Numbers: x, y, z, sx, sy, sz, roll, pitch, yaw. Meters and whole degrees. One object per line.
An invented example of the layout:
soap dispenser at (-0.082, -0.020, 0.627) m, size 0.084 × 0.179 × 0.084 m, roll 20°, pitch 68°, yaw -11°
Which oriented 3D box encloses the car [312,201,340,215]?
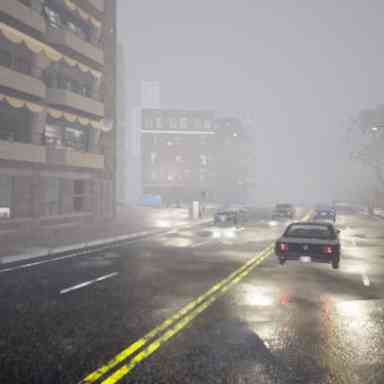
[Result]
car at (11.540, 1.823, 29.038) m, size 2.033 × 1.411 × 5.357 m, roll 0°, pitch -1°, yaw 22°

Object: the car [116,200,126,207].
car at (-11.712, 1.560, 48.267) m, size 4.206 × 1.307 × 1.802 m, roll 1°, pitch -1°, yaw -8°

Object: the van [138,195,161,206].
van at (-7.195, 1.427, 57.368) m, size 3.998 × 1.788 × 1.690 m, roll 1°, pitch -1°, yaw -8°

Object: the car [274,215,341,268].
car at (4.275, 1.716, 11.904) m, size 1.895 × 1.301 × 4.718 m, roll 0°, pitch -1°, yaw 24°

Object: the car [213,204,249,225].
car at (3.161, 1.742, 26.297) m, size 2.128 × 1.511 × 4.902 m, roll 0°, pitch -1°, yaw 23°

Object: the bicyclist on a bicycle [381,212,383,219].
bicyclist on a bicycle at (13.057, 1.649, 22.087) m, size 0.866 × 1.612 × 1.509 m, roll 0°, pitch -1°, yaw 23°

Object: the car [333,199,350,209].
car at (25.446, 2.122, 56.312) m, size 1.895 × 1.301 × 4.718 m, roll 0°, pitch -1°, yaw 20°

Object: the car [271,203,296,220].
car at (8.524, 1.798, 30.747) m, size 1.837 × 1.490 × 4.892 m, roll 0°, pitch -1°, yaw 22°

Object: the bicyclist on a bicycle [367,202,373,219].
bicyclist on a bicycle at (16.817, 1.750, 31.319) m, size 0.582 × 1.620 × 1.656 m, roll 0°, pitch -1°, yaw 22°
